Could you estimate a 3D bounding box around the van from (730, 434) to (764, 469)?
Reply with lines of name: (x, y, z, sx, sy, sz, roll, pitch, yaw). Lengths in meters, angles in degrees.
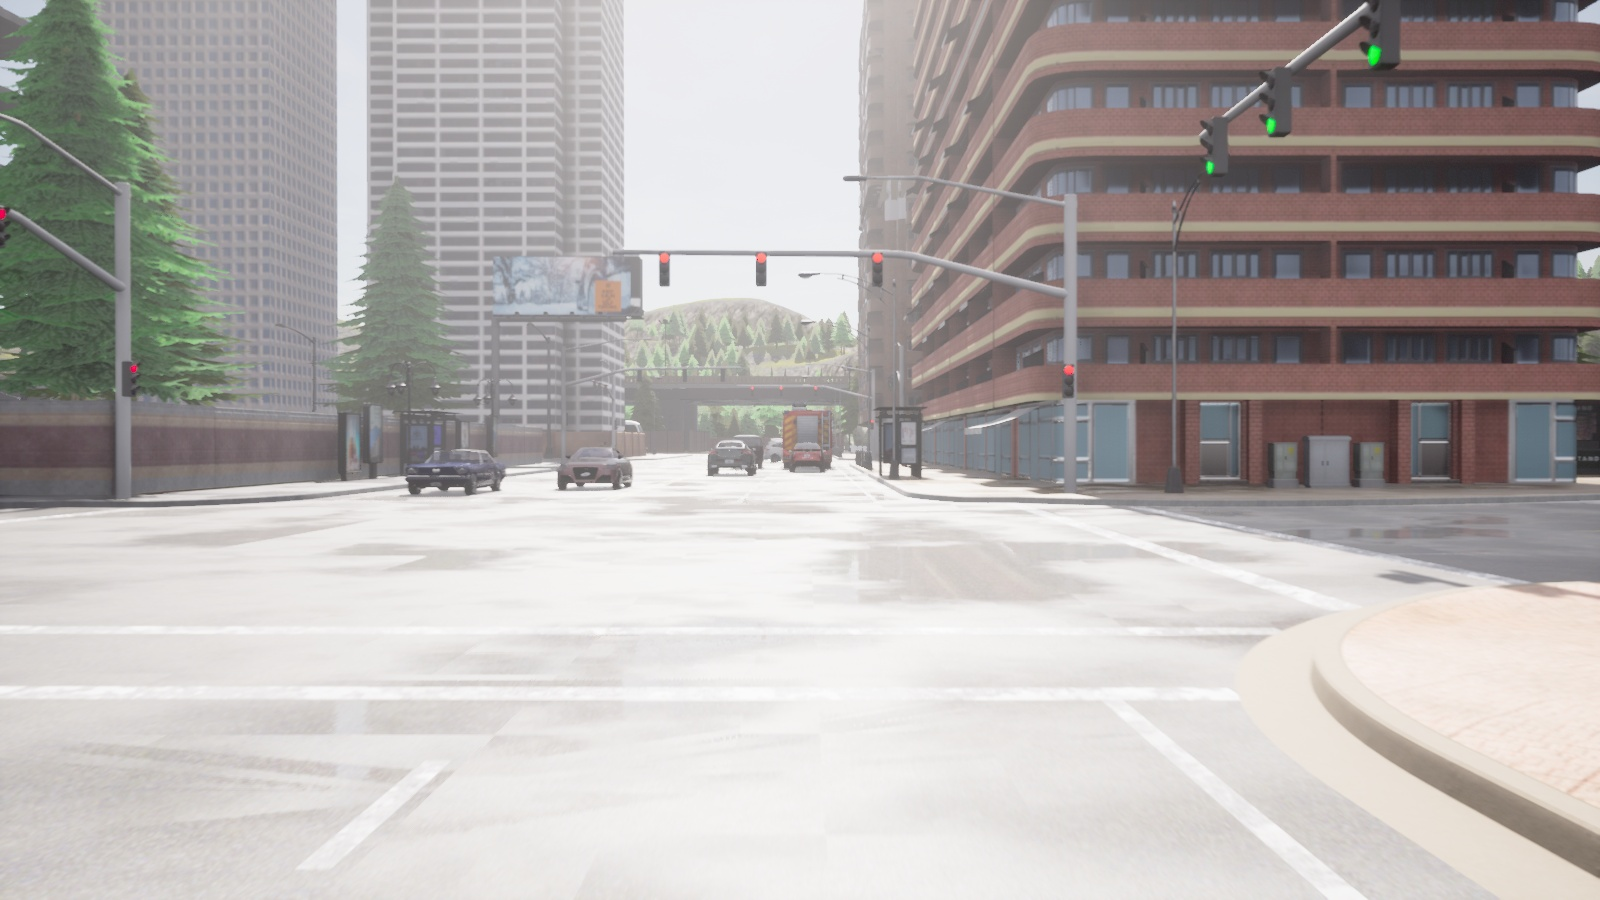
van: (-3.071, 0.080, 73.975, 1.775, 1.987, 4.442, 0, 0, 0)

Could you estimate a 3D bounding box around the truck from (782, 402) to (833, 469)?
truck: (0.436, -0.841, 75.030, 2.891, 3.827, 8.468, 0, 0, 0)

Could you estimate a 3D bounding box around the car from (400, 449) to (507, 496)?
car: (-10.274, 0.627, 37.626, 1.895, 1.301, 4.718, 0, 0, 0)

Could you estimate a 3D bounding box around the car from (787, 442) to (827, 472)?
car: (0.379, 0.327, 65.021, 2.007, 1.525, 4.514, 0, 0, 0)

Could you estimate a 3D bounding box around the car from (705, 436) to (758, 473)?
car: (-3.157, 0.192, 58.596, 2.152, 1.651, 5.027, 0, 0, 0)

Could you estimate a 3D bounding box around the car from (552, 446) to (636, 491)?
car: (-6.745, 0.571, 41.539, 1.994, 1.385, 4.181, 0, 0, 1)

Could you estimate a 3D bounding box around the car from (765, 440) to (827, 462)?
car: (-0.298, 0.059, 94.241, 4.611, 1.667, 2.242, 0, 0, 1)
